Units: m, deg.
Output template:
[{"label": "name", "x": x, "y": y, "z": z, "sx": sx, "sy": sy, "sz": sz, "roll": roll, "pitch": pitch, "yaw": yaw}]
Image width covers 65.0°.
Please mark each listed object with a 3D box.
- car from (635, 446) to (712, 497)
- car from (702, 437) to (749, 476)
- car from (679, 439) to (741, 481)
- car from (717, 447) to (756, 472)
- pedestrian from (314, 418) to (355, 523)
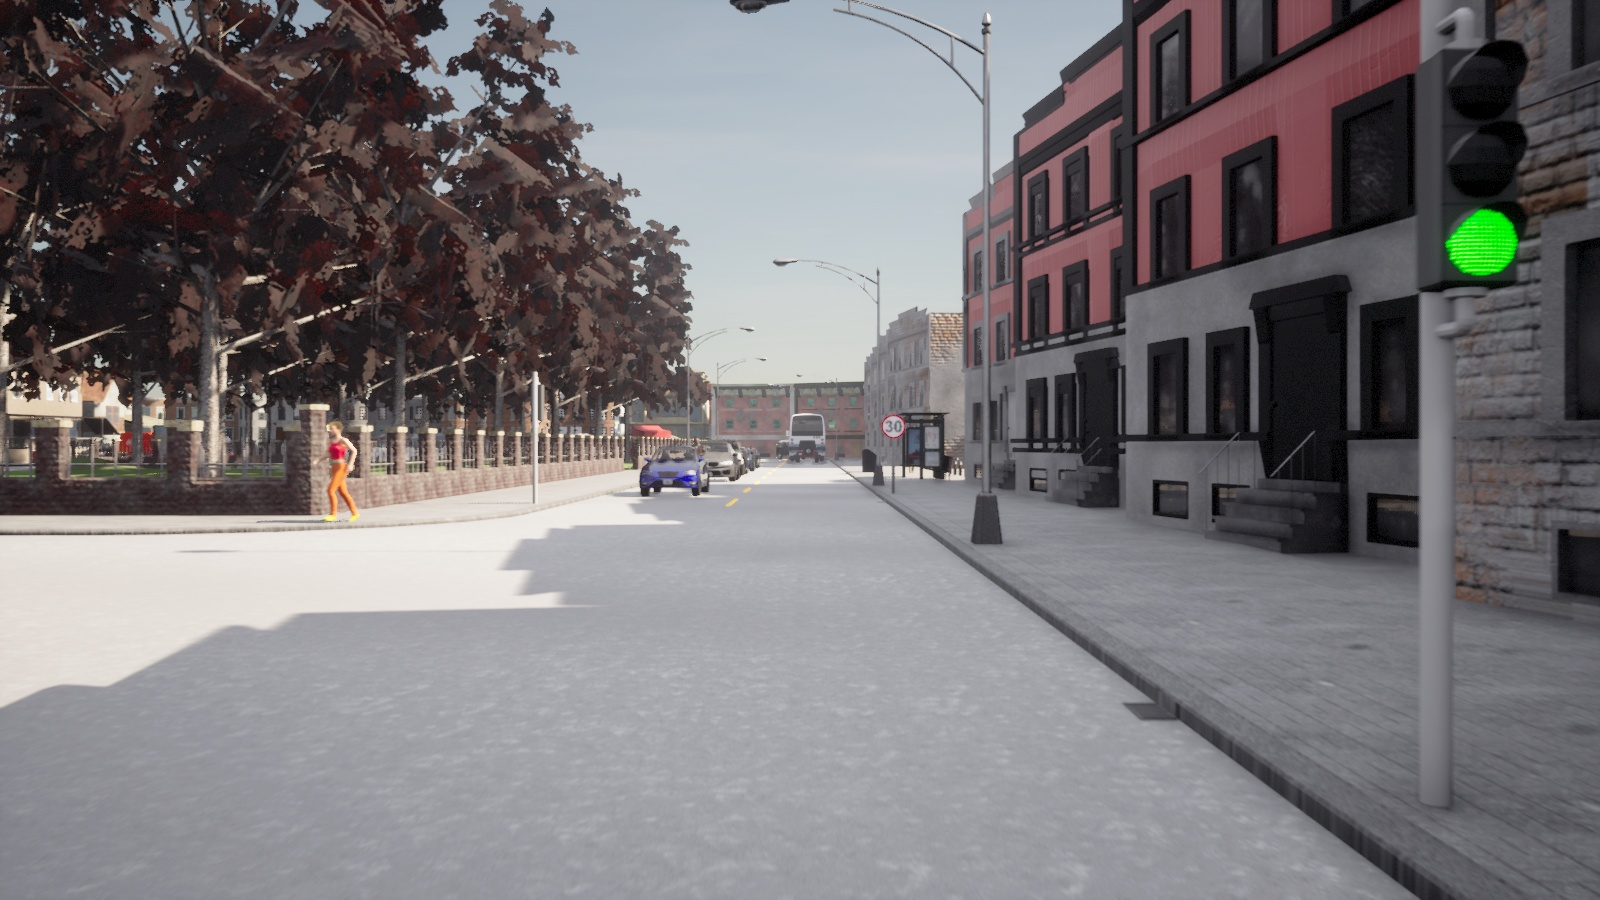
[{"label": "car", "x": -3.747, "y": 0.604, "z": 37.804, "sx": 1.816, "sy": 1.474, "sz": 4.193, "roll": 0, "pitch": 0, "yaw": 1}, {"label": "car", "x": -3.616, "y": 0.312, "z": 61.559, "sx": 1.932, "sy": 1.855, "sz": 4.605, "roll": 0, "pitch": 0, "yaw": 1}, {"label": "car", "x": -3.673, "y": 0.375, "z": 52.011, "sx": 2.242, "sy": 1.667, "sz": 4.611, "roll": 0, "pitch": 1, "yaw": 0}, {"label": "car", "x": -3.556, "y": 0.520, "z": 70.976, "sx": 1.994, "sy": 1.385, "sz": 4.181, "roll": 0, "pitch": 0, "yaw": 1}, {"label": "pedestrian", "x": -8.290, "y": 0.359, "z": 22.386, "sx": 0.345, "sy": 1.836, "sz": 0.594, "roll": 0, "pitch": 0, "yaw": 40}]
